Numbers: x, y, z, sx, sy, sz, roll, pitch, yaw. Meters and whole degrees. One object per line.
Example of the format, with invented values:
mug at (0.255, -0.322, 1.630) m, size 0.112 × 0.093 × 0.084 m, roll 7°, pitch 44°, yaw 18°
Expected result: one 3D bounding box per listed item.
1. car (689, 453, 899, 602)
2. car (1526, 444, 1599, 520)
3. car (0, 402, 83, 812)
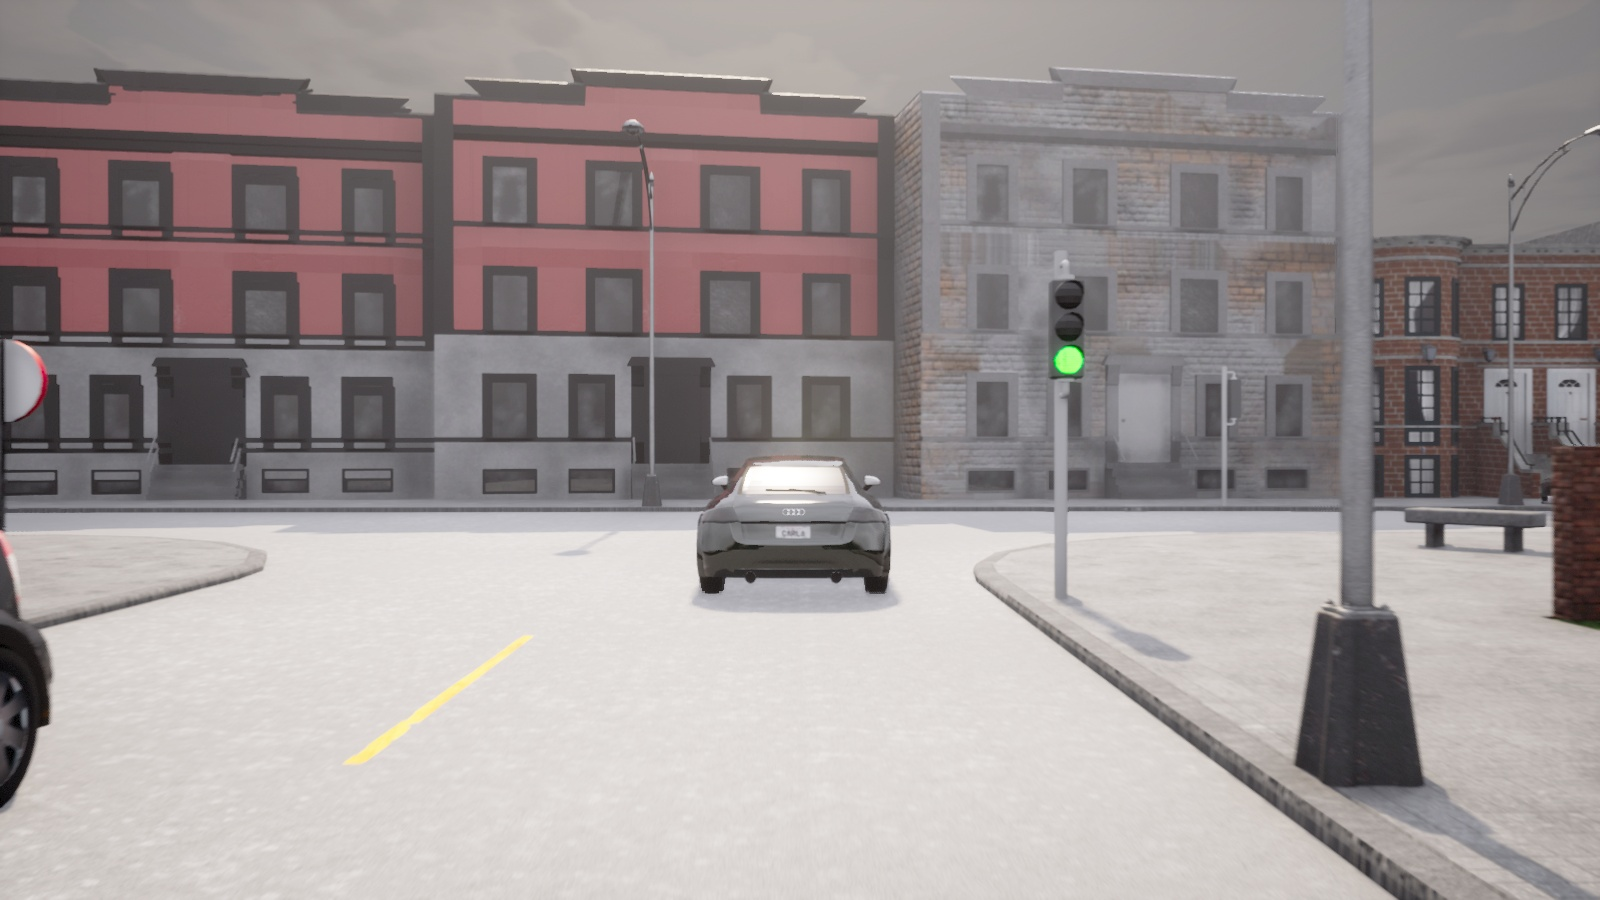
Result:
car at (-0.038, 0.741, 14.007) m, size 1.994 × 1.385 × 4.181 m, roll 0°, pitch 0°, yaw 1°
car at (17.874, 0.631, 25.686) m, size 4.792 × 1.488 × 2.163 m, roll 0°, pitch 0°, yaw 0°
car at (-4.040, 0.625, 3.532) m, size 1.851 × 1.617 × 3.988 m, roll 0°, pitch 0°, yaw -2°
